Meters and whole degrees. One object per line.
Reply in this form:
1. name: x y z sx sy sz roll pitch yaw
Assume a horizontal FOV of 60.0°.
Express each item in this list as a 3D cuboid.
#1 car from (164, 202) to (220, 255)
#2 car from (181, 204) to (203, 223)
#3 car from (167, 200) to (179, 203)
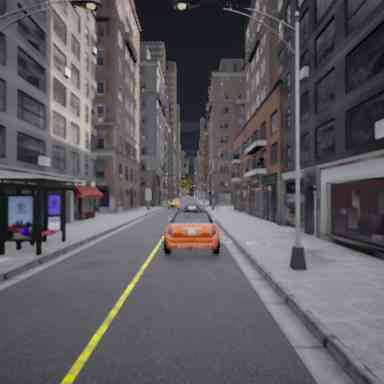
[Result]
1. car: 0.000 1.487 14.084 2.097 1.767 4.553 0 -1 0
2. car: -0.001 1.814 29.383 1.812 1.442 4.674 0 0 0
3. car: -3.018 2.033 55.285 1.882 1.535 5.008 0 -1 0
